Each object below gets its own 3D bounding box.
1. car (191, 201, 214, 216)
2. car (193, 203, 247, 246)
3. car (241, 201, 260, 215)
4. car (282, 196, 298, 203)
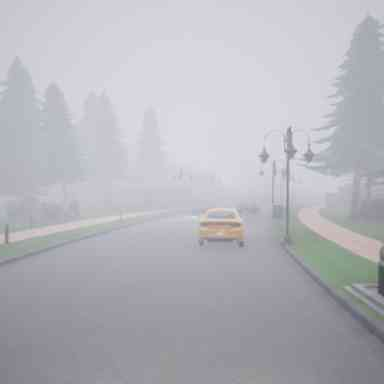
[{"bbox_3d":[1.295,1.557,31.705,1.994,1.385,4.181,0,0,17],"label":"car"},{"bbox_3d":[1.447,1.477,15.471,1.882,1.535,5.008,0,0,8],"label":"car"},{"bbox_3d":[5.787,1.607,33.865,1.895,1.301,4.718,0,0,18],"label":"car"},{"bbox_3d":[20.020,1.496,67.770,1.837,1.490,4.892,0,0,37],"label":"car"}]
